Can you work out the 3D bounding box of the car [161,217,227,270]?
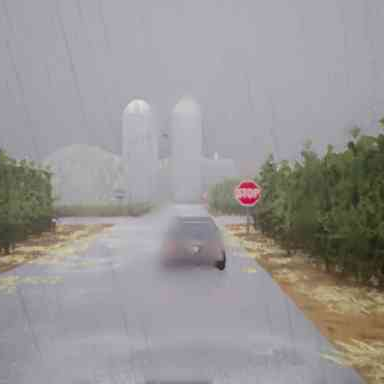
[{"bbox_3d":[0.062,1.512,10.891,2.033,1.411,5.357,0,0,0],"label":"car"}]
